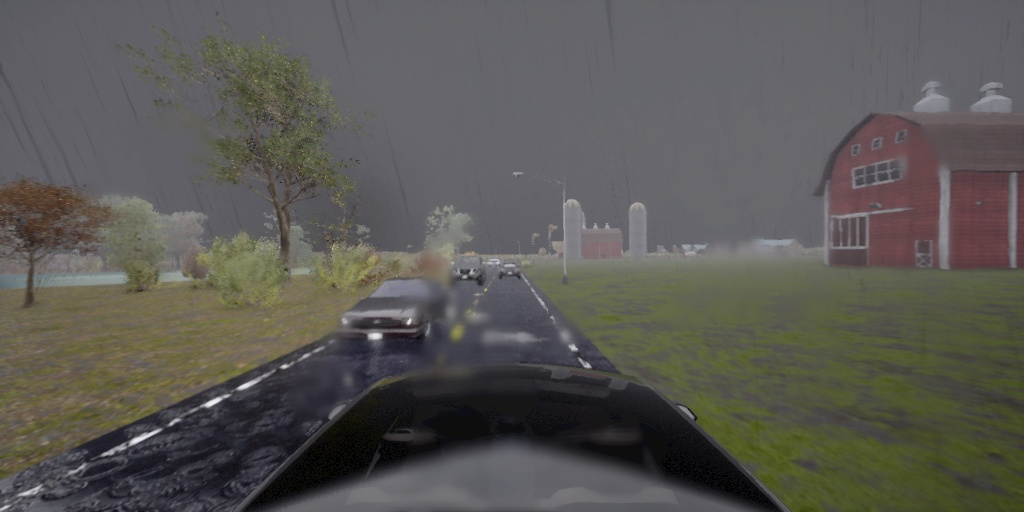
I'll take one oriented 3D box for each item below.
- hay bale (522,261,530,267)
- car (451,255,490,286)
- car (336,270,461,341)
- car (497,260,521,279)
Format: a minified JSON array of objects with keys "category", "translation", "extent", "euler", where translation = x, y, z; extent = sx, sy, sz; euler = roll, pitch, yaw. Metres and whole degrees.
[{"category":"hay bale","translation":[2.528,1.399,64.673],"extent":[1.220,1.180,1.240],"euler":[0,0,-1]},{"category":"car","translation":[-3.046,0.983,25.787],"extent":[2.150,2.045,5.566],"euler":[0,0,-1]},{"category":"car","translation":[-2.917,1.312,10.246],"extent":[2.033,1.411,5.357],"euler":[0,0,-1]},{"category":"car","translation":[-0.185,1.267,32.433],"extent":[1.812,1.442,4.674],"euler":[0,0,-1]}]
